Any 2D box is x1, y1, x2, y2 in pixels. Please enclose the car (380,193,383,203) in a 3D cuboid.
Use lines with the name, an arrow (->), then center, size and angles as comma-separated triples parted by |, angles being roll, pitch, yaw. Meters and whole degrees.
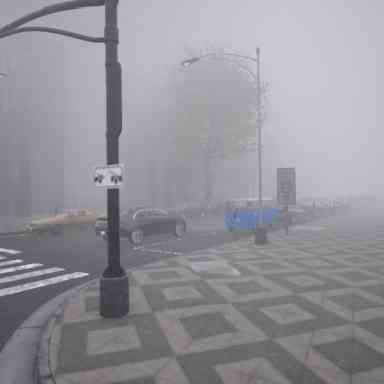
car -> 31.933, 1.275, 58.078 | 1.752, 1.417, 4.829 | -1, -1, 36

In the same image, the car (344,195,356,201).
car -> 39.509, 1.401, 83.195 | 2.008, 1.369, 4.403 | -1, -1, 36

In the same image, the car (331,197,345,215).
car -> 12.861, 1.409, 31.579 | 1.802, 1.307, 4.206 | -1, 0, 36

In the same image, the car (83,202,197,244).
car -> -2.186, 1.429, 15.408 | 2.128, 1.511, 4.902 | -1, -1, 36

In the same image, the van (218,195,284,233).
van -> 3.371, 1.213, 18.400 | 1.690, 1.788, 3.998 | -1, 0, 36

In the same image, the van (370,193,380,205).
van -> 28.669, 1.103, 53.549 | 1.690, 1.788, 3.998 | -1, -1, 36

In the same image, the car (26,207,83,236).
car -> -6.802, 1.564, 18.862 | 1.752, 1.417, 4.829 | -1, 0, 36

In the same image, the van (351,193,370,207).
van -> 22.344, 1.128, 44.761 | 1.690, 1.788, 3.998 | -1, 0, 36

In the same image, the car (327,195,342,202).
car -> 29.967, 1.433, 69.938 | 2.008, 1.369, 4.403 | -1, -1, 36

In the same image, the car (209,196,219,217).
car -> 2.570, 1.307, 31.878 | 2.192, 1.841, 5.009 | -1, 0, 36

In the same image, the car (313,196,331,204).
car -> 24.200, 1.454, 61.926 | 2.008, 1.369, 4.403 | -1, -1, 36

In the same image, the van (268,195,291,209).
van -> 11.839, 1.293, 44.756 | 1.690, 1.788, 3.998 | -1, 0, 36

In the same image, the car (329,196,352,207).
car -> 21.785, 1.376, 48.710 | 2.033, 1.411, 5.357 | -1, -1, 36

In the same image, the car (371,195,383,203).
car -> 34.996, 1.304, 62.334 | 1.947, 1.339, 4.313 | -1, -1, 36

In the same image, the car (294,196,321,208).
car -> 15.943, 1.387, 45.730 | 2.128, 1.511, 4.902 | -1, -1, 36

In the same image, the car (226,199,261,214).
car -> 5.662, 1.529, 36.170 | 2.008, 1.369, 4.403 | -1, 0, 36

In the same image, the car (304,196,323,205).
car -> 21.011, 1.440, 57.495 | 1.752, 1.417, 4.829 | -1, -1, 36

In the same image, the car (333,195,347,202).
car -> 33.148, 1.416, 74.357 | 1.887, 1.381, 4.507 | -1, -1, 36

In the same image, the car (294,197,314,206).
car -> 18.021, 1.492, 53.340 | 1.947, 1.339, 4.313 | -1, 0, 36

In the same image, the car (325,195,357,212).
car -> 16.023, 1.363, 35.973 | 2.008, 1.369, 4.403 | -1, 0, 36

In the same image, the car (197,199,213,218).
car -> -0.517, 1.552, 27.584 | 1.887, 1.381, 4.507 | -1, 0, 36

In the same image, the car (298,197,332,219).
car -> 9.698, 1.386, 27.185 | 1.887, 1.381, 4.507 | -1, 0, 36

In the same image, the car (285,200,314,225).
car -> 6.536, 1.422, 22.792 | 1.947, 1.339, 4.313 | -1, 0, 36
